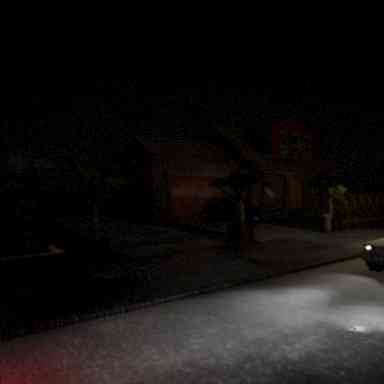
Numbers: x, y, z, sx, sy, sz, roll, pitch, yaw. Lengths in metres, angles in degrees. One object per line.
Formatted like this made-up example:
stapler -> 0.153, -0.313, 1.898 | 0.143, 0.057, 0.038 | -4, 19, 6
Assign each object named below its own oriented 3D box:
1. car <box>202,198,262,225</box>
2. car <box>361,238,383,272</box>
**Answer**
car -> 2.300, 1.080, 19.101 | 1.845, 1.501, 3.633 | -1, 0, -38
car -> 6.764, 1.522, 9.320 | 4.718, 1.301, 1.895 | 0, 0, -35
